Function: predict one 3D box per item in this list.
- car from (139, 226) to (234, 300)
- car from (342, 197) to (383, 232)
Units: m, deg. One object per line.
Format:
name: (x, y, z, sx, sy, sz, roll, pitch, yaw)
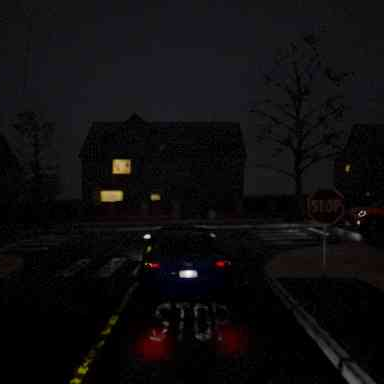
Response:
car: (-0.279, 1.558, 8.443, 1.994, 1.385, 4.181, 0, 0, -6)
car: (10.334, 1.024, 17.334, 4.553, 1.767, 2.097, -1, 1, 0)
